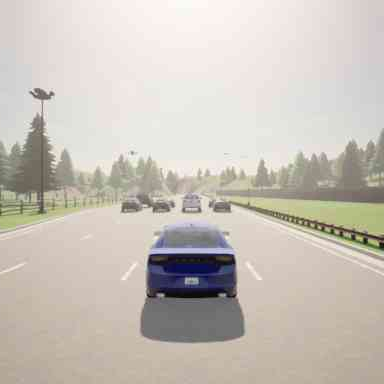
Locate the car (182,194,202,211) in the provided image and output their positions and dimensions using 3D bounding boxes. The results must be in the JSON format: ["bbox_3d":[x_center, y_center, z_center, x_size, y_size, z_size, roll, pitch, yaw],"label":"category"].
[{"bbox_3d":[-0.042,1.221,39.195,2.150,2.045,5.566,0,0,0],"label":"car"}]

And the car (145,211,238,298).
[{"bbox_3d":[-0.009,1.478,8.556,1.882,1.535,5.008,0,0,0],"label":"car"}]

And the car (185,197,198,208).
[{"bbox_3d":[-0.053,1.478,49.584,1.882,1.535,5.008,0,0,0],"label":"car"}]

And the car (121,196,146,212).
[{"bbox_3d":[-7.042,1.505,39.157,1.837,1.490,4.892,0,0,0],"label":"car"}]

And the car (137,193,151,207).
[{"bbox_3d":[-7.053,1.221,49.607,2.150,2.045,5.566,0,0,0],"label":"car"}]

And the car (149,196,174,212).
[{"bbox_3d":[-3.542,1.505,39.161,1.837,1.490,4.892,0,0,0],"label":"car"}]

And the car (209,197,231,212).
[{"bbox_3d":[3.458,1.491,39.168,2.128,1.511,4.902,0,0,0],"label":"car"}]

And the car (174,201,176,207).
[{"bbox_3d":[-3.553,1.564,49.580,1.994,1.385,4.181,0,0,0],"label":"car"}]
